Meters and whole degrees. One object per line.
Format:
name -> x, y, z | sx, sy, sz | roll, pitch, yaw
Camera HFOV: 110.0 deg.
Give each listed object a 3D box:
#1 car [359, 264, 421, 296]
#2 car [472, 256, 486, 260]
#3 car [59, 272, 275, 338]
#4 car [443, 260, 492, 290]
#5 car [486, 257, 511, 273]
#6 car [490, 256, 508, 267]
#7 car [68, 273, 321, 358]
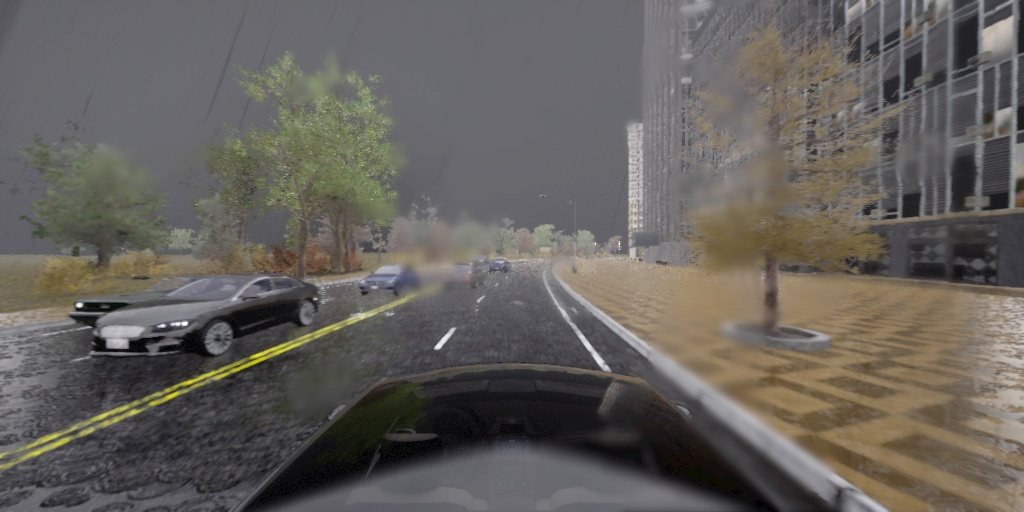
car -> -6.135, 1.148, 18.633 | 1.812, 1.442, 4.674 | 0, 0, 3
car -> -5.269, 0.725, 59.256 | 2.097, 1.767, 4.553 | 0, 0, 9
car -> -9.698, 1.259, 10.804 | 1.895, 1.301, 4.718 | 0, 0, 2
car -> -2.696, 1.166, 21.430 | 2.033, 1.411, 5.357 | 0, 0, 4
car -> -1.269, 1.043, 38.585 | 1.812, 1.442, 4.674 | 0, 1, 6
car -> -2.076, 0.867, 58.658 | 1.882, 1.535, 5.008 | 0, 0, 9
car -> -6.489, 1.176, 8.397 | 2.128, 1.511, 4.902 | 0, 0, 1
